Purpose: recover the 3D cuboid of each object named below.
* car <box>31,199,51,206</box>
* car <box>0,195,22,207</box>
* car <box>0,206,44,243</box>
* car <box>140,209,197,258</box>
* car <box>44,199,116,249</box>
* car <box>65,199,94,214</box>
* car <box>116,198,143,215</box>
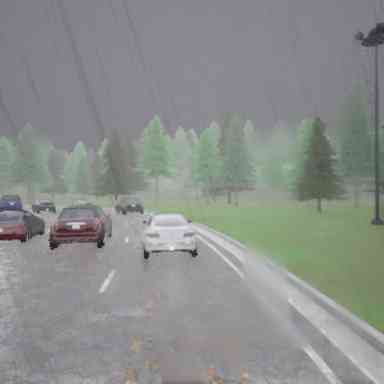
[{"bbox_3d":[-16.561,1.582,36.876,1.837,1.490,4.892,1,-1,-35],"label":"car"},{"bbox_3d":[-19.788,1.324,35.680,2.150,2.045,5.566,0,0,-37],"label":"car"},{"bbox_3d":[-8.556,1.608,16.194,1.994,1.385,4.181,0,0,-10],"label":"car"},{"bbox_3d":[-0.918,1.517,12.734,1.812,1.442,4.674,0,0,-7],"label":"car"},{"bbox_3d":[-4.807,1.369,14.945,2.097,1.767,4.553,0,0,-9],"label":"car"},{"bbox_3d":[-12.857,1.575,37.812,1.812,1.442,4.674,0,0,-35],"label":"car"},{"bbox_3d":[-6.519,1.360,34.021,2.097,1.767,4.553,-1,0,-25],"label":"car"}]
